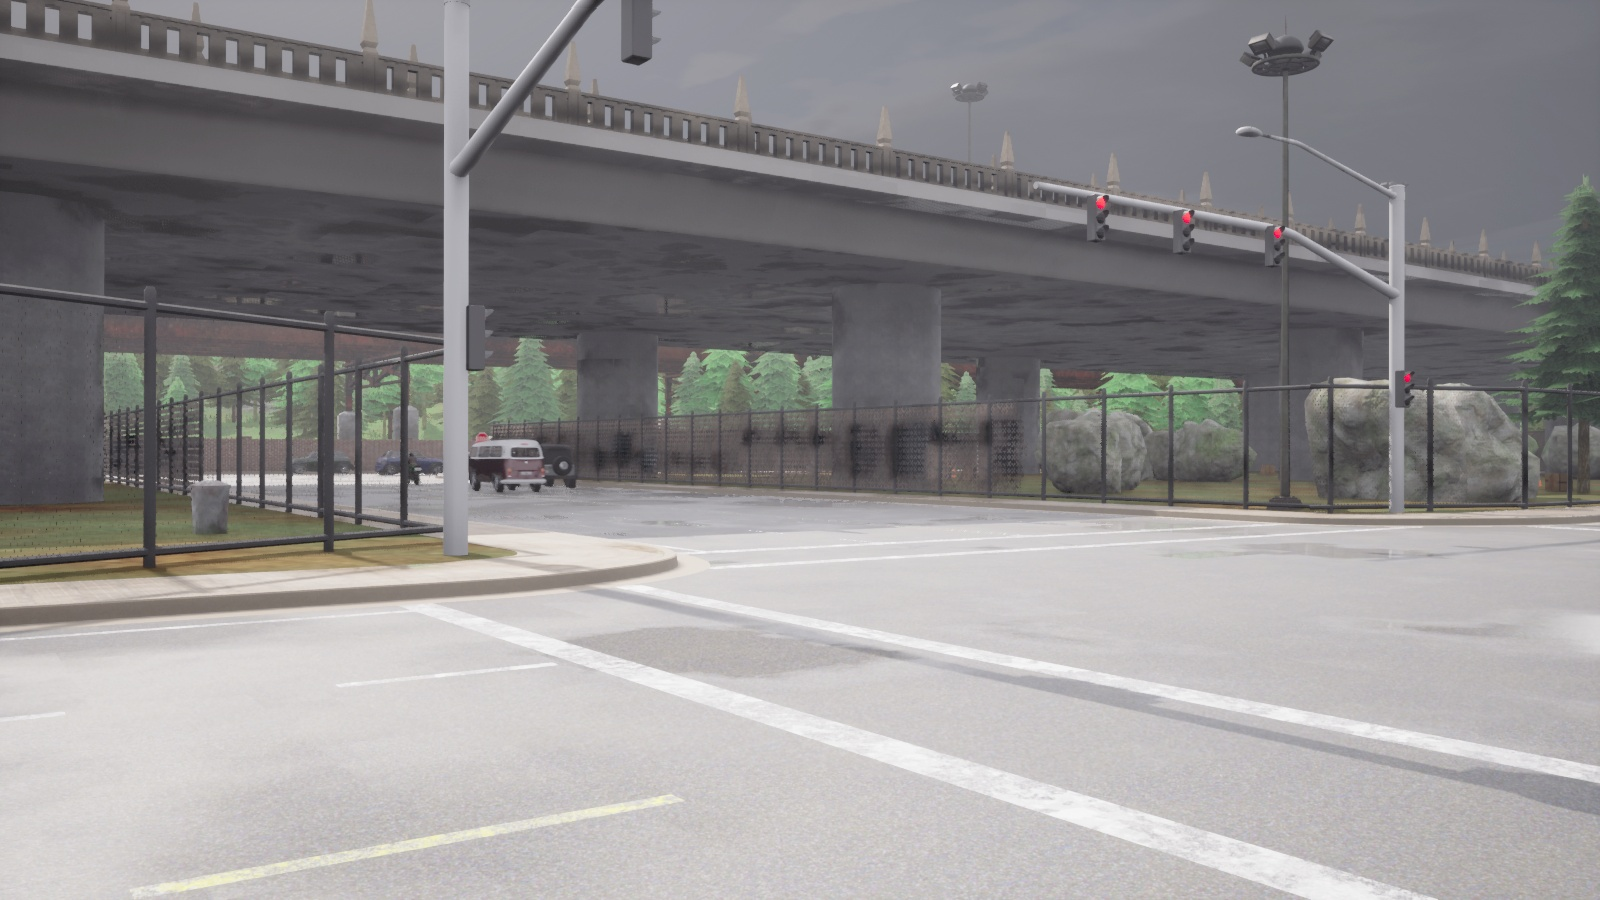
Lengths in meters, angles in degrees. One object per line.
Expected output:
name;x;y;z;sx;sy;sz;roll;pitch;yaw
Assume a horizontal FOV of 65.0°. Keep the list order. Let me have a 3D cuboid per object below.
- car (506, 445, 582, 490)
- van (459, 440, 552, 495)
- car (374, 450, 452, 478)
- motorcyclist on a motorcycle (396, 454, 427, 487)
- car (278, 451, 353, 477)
car;-11.241;0.754;54.956;1.905;1.878;3.866;0;0;-35
van;-11.627;0.669;49.401;2.069;2.038;4.480;0;0;-35
car;-25.856;0.919;83.974;4.553;1.767;2.097;0;0;-34
motorcyclist on a motorcycle;-18.219;0.965;58.824;0.797;1.523;2.044;0;0;-35
car;-33.624;0.943;87.198;4.553;1.767;2.097;0;0;-34
